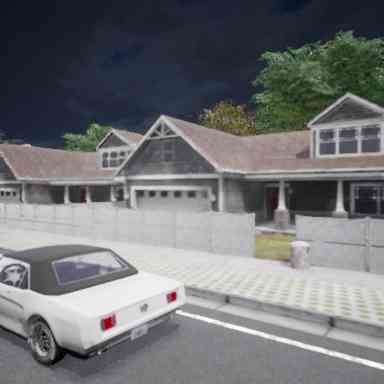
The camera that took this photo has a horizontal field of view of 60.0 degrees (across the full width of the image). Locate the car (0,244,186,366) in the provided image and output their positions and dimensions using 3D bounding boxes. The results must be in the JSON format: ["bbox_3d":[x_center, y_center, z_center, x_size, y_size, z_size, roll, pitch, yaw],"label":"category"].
[{"bbox_3d":[-2.511,1.593,5.787,4.718,1.301,1.895,0,0,36],"label":"car"}]
